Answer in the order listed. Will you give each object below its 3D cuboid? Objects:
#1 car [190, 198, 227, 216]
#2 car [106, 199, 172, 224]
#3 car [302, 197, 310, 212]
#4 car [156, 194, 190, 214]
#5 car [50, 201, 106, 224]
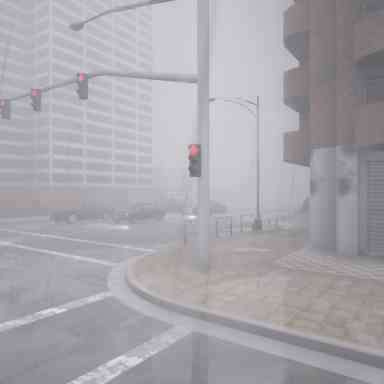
[{"bbox_3d":[1.772,1.570,33.295,1.994,1.385,4.181,0,0,36],"label":"car"},{"bbox_3d":[-3.919,1.531,25.239,1.812,1.442,4.674,0,0,35],"label":"car"},{"bbox_3d":[14.415,1.356,38.752,2.097,1.767,4.553,0,0,35],"label":"car"},{"bbox_3d":[-2.649,1.359,33.120,2.097,1.767,4.553,0,0,35],"label":"car"},{"bbox_3d":[-8.220,1.485,25.249,1.882,1.535,5.008,0,0,35],"label":"car"}]
